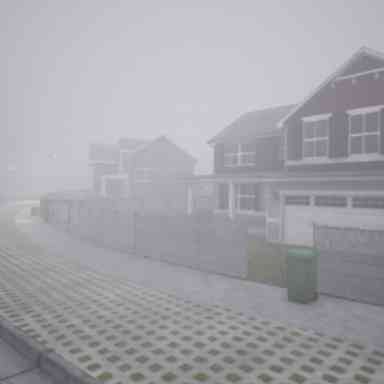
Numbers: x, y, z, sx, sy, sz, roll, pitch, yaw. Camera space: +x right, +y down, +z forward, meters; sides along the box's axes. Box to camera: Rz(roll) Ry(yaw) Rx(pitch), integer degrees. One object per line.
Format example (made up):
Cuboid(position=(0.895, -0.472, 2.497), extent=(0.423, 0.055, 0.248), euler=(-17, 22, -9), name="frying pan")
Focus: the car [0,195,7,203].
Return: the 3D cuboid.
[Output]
Cuboid(position=(-26.121, 0.804, 43.717), extent=(1.812, 1.442, 4.674), euler=(1, 2, -11), name="car")
